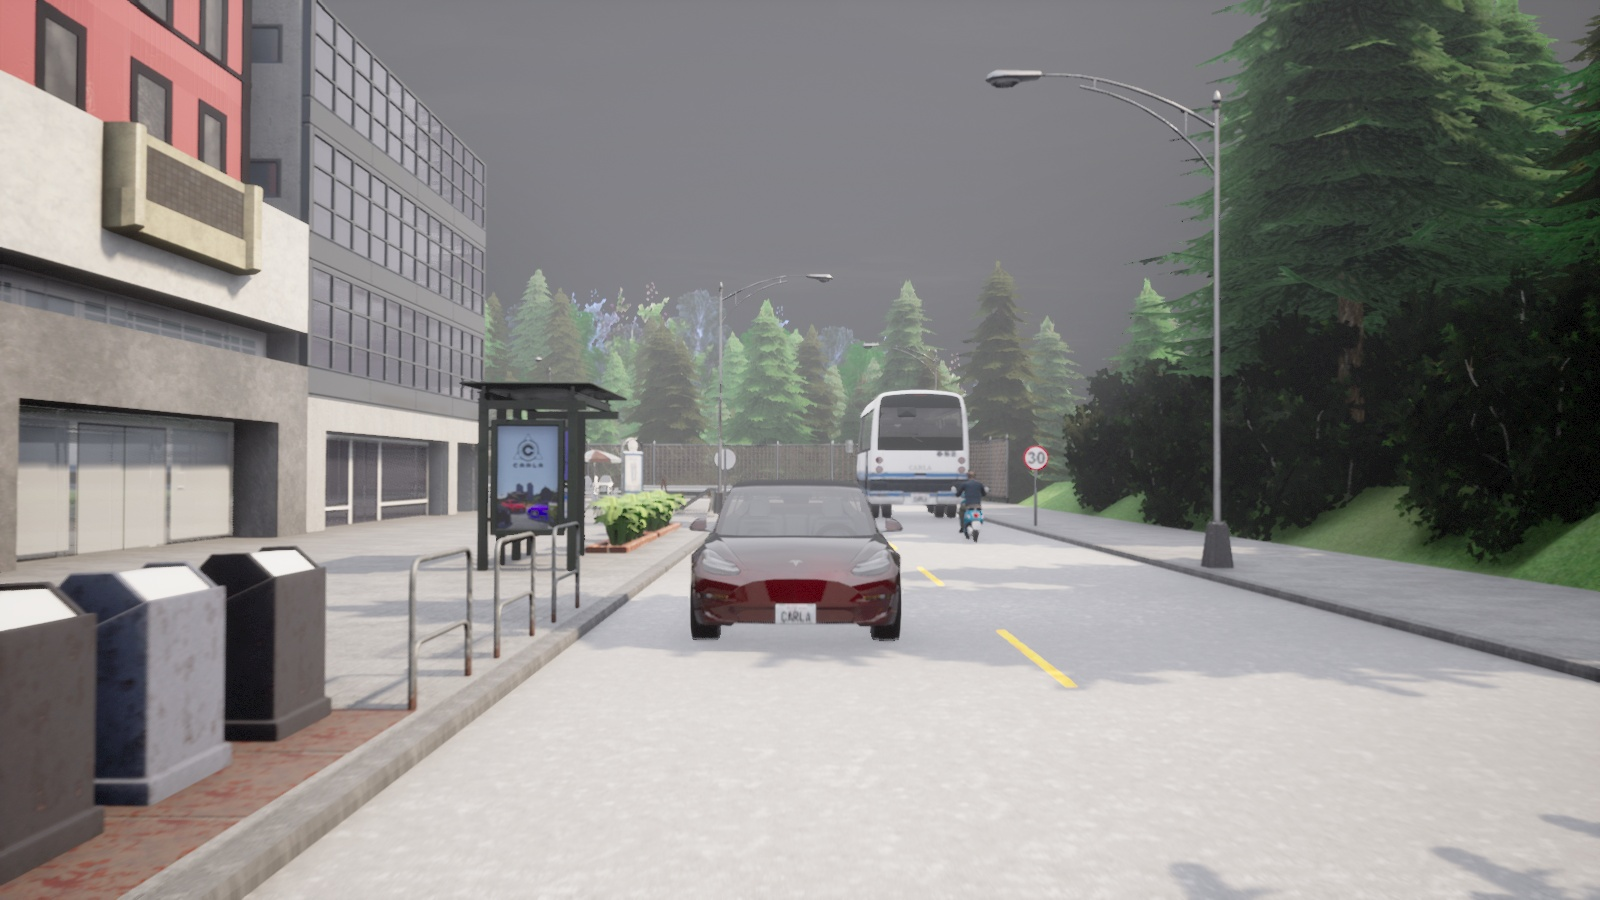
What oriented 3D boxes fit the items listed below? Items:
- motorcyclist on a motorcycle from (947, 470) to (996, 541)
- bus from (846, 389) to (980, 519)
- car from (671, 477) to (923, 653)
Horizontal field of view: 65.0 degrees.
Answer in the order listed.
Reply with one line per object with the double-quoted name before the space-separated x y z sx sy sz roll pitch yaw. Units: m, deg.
"motorcyclist on a motorcycle" 3.927 1.249 28.848 0.866 1.590 1.817 0 -1 0
"bus" 3.878 0.216 46.130 3.944 4.253 10.273 0 -1 0
"car" -0.034 1.042 13.230 2.163 1.488 4.792 0 -1 0
